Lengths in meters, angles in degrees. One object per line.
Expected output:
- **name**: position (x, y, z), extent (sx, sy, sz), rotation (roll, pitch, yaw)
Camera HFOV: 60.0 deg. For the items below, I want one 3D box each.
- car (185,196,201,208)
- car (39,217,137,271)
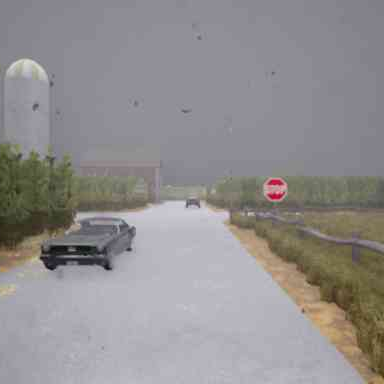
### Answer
- **car**: position (0.121, 1.281, 44.023), extent (1.837, 1.490, 4.892), rotation (0, 0, 0)
- **car**: position (-3.121, 1.549, 10.921), extent (1.895, 1.301, 4.718), rotation (0, 0, 1)
